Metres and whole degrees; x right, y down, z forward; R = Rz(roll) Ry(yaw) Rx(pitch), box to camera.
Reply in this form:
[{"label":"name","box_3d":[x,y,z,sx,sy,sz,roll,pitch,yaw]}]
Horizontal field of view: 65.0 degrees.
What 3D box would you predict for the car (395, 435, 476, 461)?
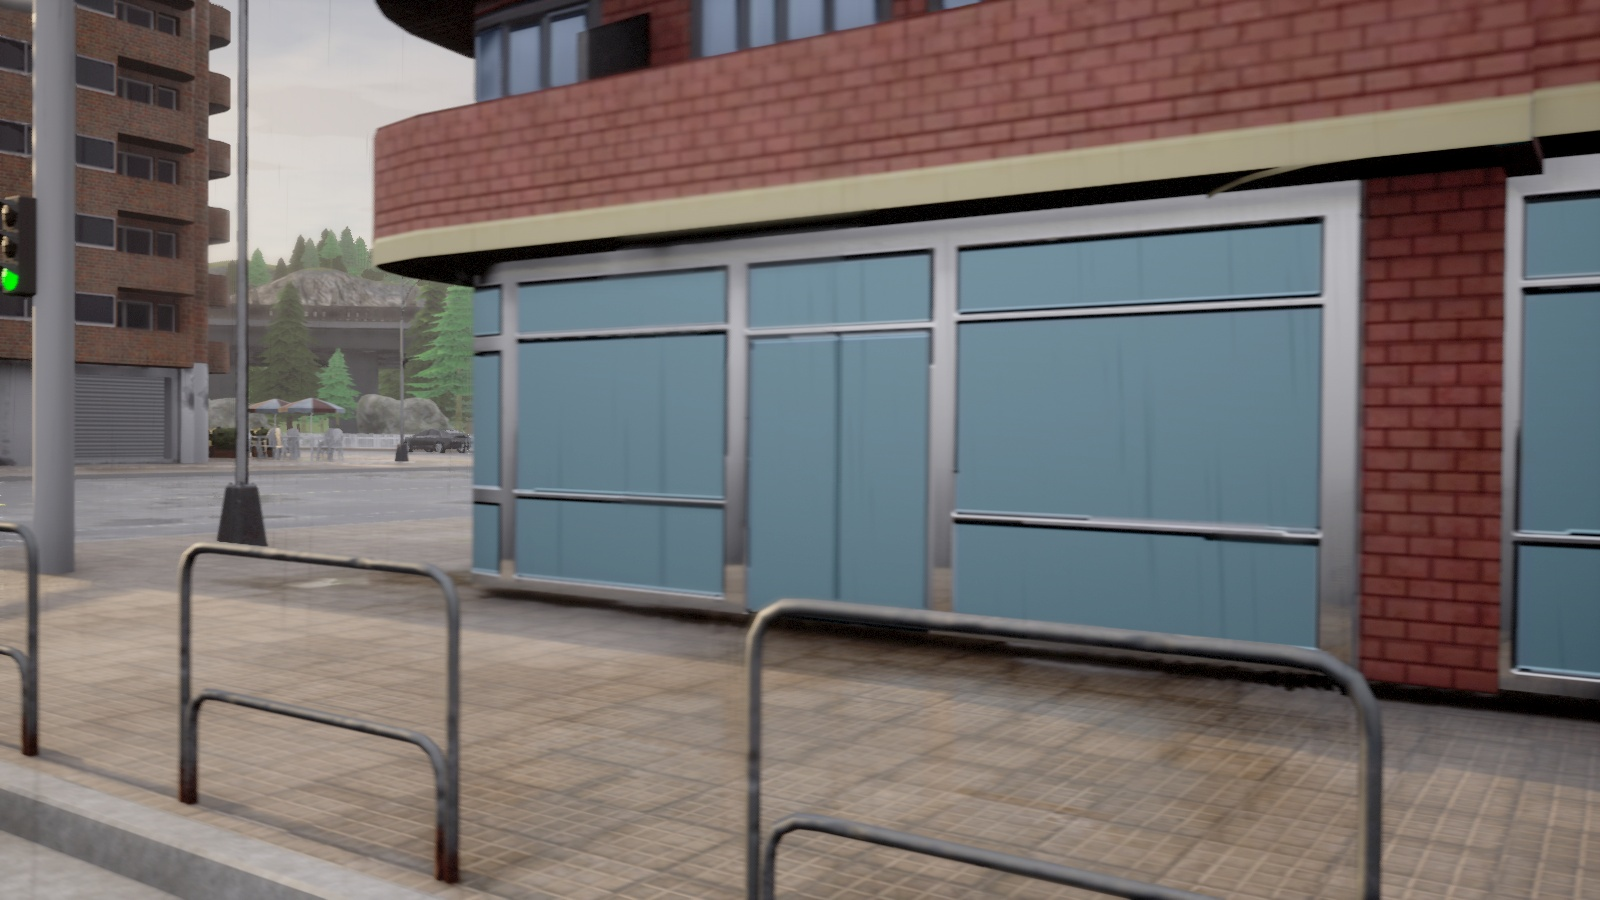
[{"label":"car","box_3d":[-21.787,-0.145,74.955,4.892,1.490,1.837,0,1,33]}]
